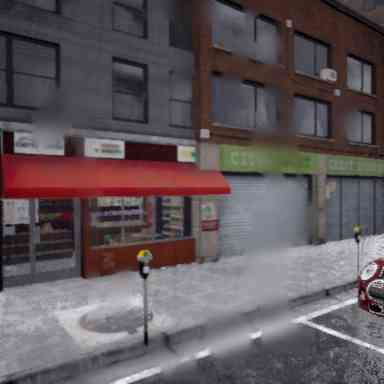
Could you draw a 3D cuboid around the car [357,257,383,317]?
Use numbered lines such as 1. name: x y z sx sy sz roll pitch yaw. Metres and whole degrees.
1. car: 4.965 1.440 6.384 4.097 1.590 1.967 0 0 -35
